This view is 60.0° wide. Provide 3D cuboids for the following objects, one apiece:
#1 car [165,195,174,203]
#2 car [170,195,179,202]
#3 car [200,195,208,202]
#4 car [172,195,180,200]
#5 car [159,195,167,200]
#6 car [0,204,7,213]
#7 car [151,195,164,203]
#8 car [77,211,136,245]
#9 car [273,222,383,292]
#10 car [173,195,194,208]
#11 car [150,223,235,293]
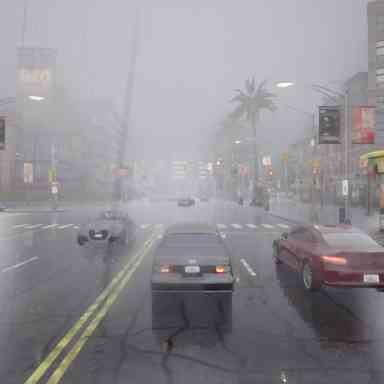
[{"bbox_3d":[-4.148,1.478,71.718,1.882,1.535,5.008,0,0,-1],"label":"car"},{"bbox_3d":[-4.232,1.524,80.913,1.812,1.442,4.674,0,0,-1],"label":"car"},{"bbox_3d":[2.799,1.524,77.740,1.812,1.442,4.674,0,0,-1],"label":"car"},{"bbox_3d":[-4.326,1.500,90.963,1.837,1.490,4.892,0,0,-1],"label":"car"},{"bbox_3d":[-7.824,1.595,90.598,1.895,1.301,4.718,0,0,-1],"label":"car"},{"bbox_3d":[-21.716,1.526,34.475,4.674,1.442,1.812,0,0,-1],"label":"car"},{"bbox_3d":[-7.643,1.524,71.178,1.812,1.442,4.674,0,0,-1],"label":"car"},{"bbox_3d":[-3.785,1.564,15.316,1.994,1.385,4.181,0,0,-1],"label":"car"},{"bbox_3d":[3.498,1.526,8.805,1.812,1.442,4.674,0,0,0],"label":"car"},{"bbox_3d":[-0.859,1.491,49.588,2.128,1.511,4.902,0,0,11],"label":"car"},{"bbox_3d":[-0.001,1.547,8.961,2.033,1.411,5.357,0,0,0],"label":"car"}]
